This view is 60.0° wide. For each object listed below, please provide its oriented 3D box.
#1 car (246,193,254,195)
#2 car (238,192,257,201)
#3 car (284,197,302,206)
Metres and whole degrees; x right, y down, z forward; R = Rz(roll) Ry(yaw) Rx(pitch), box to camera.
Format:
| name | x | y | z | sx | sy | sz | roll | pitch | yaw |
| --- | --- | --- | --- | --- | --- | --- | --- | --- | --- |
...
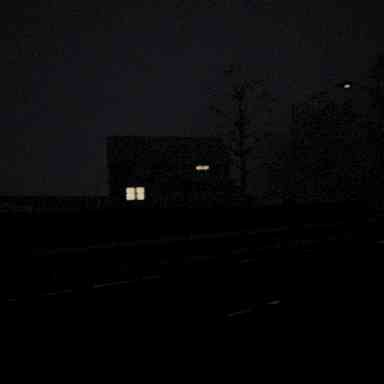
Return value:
| name | x | y | z | sx | sy | sz | roll | pitch | yaw |
| --- | --- | --- | --- | --- | --- | --- | --- | --- | --- |
| car | 10.506 | 1.169 | 61.022 | 1.882 | 1.535 | 5.008 | -2 | 1 | -14 |
| car | 11.402 | 0.911 | 68.559 | 2.097 | 1.767 | 4.553 | -2 | 1 | -15 |
| car | 14.430 | 1.362 | 45.966 | 2.033 | 1.411 | 5.357 | -2 | 1 | -15 |
